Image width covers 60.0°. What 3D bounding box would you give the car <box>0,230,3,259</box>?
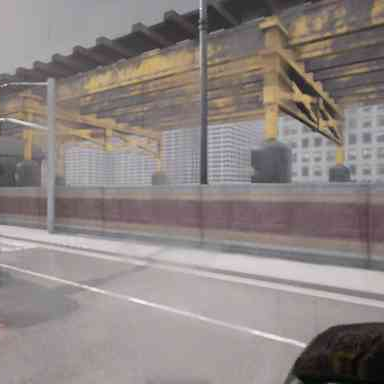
[{"bbox_3d":[-7.528,1.211,9.356,5.566,2.045,2.150,0,0,36],"label":"car"}]

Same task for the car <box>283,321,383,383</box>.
[{"bbox_3d":[2.682,1.562,2.078,4.181,1.385,1.994,0,0,35],"label":"car"}]
